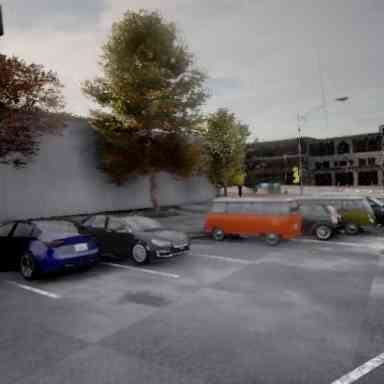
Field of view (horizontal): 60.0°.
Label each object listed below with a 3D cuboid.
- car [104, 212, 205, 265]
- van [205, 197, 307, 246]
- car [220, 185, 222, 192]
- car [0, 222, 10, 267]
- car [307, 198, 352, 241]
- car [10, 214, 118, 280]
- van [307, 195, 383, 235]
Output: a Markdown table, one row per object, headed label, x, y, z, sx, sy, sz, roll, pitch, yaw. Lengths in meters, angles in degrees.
| label | x | y | z | sx | sy | sz | roll | pitch | yaw |
| --- | --- | --- | --- | --- | --- | --- | --- | --- | --- |
| car | -2.286 | 1.488 | 11.739 | 4.892 | 1.521 | 2.231 | -1 | -1 | 36 |
| van | 2.595 | 1.246 | 15.171 | 4.442 | 1.987 | 1.878 | -1 | 0 | 36 |
| car | 4.854 | -0.683 | 67.052 | 2.163 | 1.488 | 4.792 | 1 | 6 | 17 |
| car | -7.275 | 1.254 | 8.341 | 5.566 | 2.045 | 2.435 | -1 | 0 | 35 |
| car | 5.208 | 1.335 | 16.762 | 4.553 | 1.767 | 2.185 | -1 | 0 | 36 |
| car | -4.788 | 1.526 | 10.048 | 4.792 | 1.488 | 2.163 | -1 | 0 | 36 |
| van | 7.773 | 1.225 | 18.392 | 4.442 | 1.987 | 1.878 | -1 | -1 | 36 |
